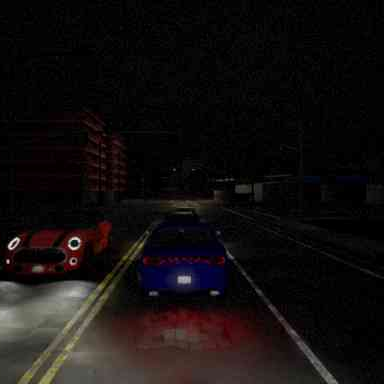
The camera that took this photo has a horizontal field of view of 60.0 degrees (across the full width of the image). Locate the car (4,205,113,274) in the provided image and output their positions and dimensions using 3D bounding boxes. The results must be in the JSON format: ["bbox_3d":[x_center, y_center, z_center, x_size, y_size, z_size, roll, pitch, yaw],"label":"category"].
[{"bbox_3d":[-3.948,1.350,10.623,2.097,1.767,4.553,0,0,-2],"label":"car"}]

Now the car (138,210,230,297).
[{"bbox_3d":[-0.217,1.476,8.667,1.882,1.535,5.008,0,0,-2],"label":"car"}]

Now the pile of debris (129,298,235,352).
[{"bbox_3d":[-0.174,2.174,5.616,1.500,0.140,1.860,0,0,-2],"label":"pile of debris"}]
